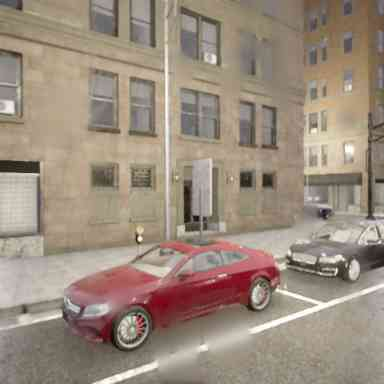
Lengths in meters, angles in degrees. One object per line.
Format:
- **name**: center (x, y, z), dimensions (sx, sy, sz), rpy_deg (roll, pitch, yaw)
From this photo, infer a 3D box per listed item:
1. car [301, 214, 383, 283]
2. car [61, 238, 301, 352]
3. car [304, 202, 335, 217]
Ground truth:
- **car**: center (4.484, 1.493, 9.365), dimensions (4.403, 1.369, 2.008), rpy_deg (0, 0, -35)
- **car**: center (-0.147, 1.561, 6.075), dimensions (4.206, 1.307, 1.802), rpy_deg (0, 0, -35)
- **car**: center (8.259, 1.381, 25.180), dimensions (1.895, 1.301, 4.718), rpy_deg (0, 1, -35)
